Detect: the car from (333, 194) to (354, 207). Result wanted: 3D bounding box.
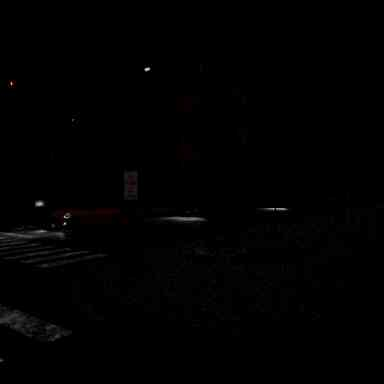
[{"bbox_3d":[24.099,1.346,52.878,2.150,2.045,5.566,0,0,35],"label":"car"}]

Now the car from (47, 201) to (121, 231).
[{"bbox_3d":[-6.702,1.372,21.013,2.097,1.767,4.553,0,0,35],"label":"car"}]

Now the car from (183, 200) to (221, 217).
[{"bbox_3d":[1.031,1.541,31.919,1.837,1.490,4.892,0,1,35],"label":"car"}]

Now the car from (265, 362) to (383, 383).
[{"bbox_3d":[2.194,1.551,1.277,4.403,1.369,2.008,0,0,36],"label":"car"}]

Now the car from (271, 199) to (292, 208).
[{"bbox_3d":[13.276,1.654,49.049,1.994,1.385,4.181,0,0,36],"label":"car"}]
